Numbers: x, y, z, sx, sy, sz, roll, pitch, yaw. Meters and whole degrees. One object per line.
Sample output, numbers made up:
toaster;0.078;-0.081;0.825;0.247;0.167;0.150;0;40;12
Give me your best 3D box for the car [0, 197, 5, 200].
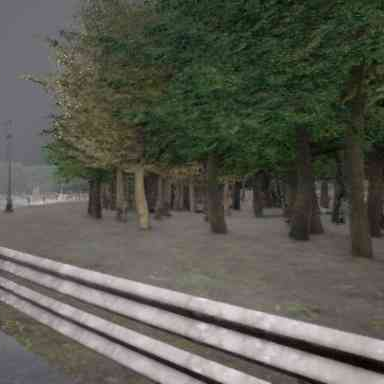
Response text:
car;-44.275;1.792;76.431;1.895;1.301;4.718;0;0;1
